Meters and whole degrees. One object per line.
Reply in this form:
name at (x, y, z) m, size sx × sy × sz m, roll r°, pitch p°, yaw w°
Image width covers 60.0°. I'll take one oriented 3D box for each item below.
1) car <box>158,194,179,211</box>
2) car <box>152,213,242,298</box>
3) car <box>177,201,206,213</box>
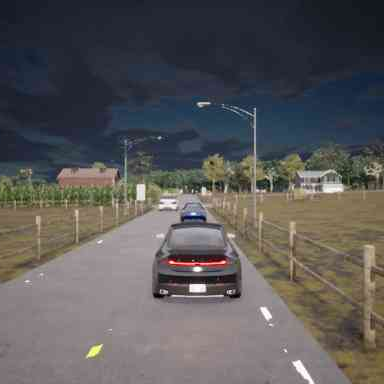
car at (-2.746, 1.255, 39.974) m, size 2.150 × 2.045 × 5.566 m, roll 0°, pitch 0°, yaw 0°
car at (0.101, 1.505, 8.489) m, size 1.837 × 1.490 × 4.892 m, roll 0°, pitch 0°, yaw 0°
car at (0.105, 1.538, 26.150) m, size 1.994 × 1.385 × 4.181 m, roll 0°, pitch 0°, yaw 0°
